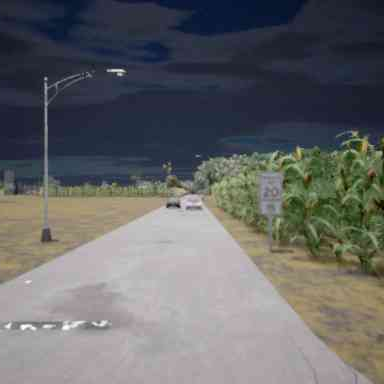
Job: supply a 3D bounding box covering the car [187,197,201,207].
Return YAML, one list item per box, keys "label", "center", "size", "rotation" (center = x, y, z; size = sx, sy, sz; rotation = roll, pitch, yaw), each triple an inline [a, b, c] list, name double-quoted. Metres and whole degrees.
- label: "car"
  center: [0.257, 1.476, 51.636]
  size: [2.033, 1.411, 5.357]
  rotation: [0, 0, 0]

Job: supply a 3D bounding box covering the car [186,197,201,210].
- label: "car"
  center: [0.206, 1.543, 41.661]
  size: [1.895, 1.301, 4.718]
  rotation: [0, 0, 0]

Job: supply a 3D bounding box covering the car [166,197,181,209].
- label: "car"
  center: [-2.524, 1.421, 45.817]
  size: [1.882, 1.535, 5.008]
  rotation: [0, 0, 0]
